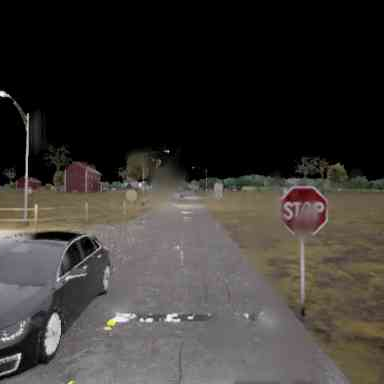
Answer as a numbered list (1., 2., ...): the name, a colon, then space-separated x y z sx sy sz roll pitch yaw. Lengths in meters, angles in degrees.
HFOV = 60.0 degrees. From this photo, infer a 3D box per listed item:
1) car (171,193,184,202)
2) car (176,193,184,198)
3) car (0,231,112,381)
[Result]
1. car: -2.931 1.077 63.019 1.812 1.442 4.674 0 2 0
2. car: -3.007 0.834 84.005 1.895 1.301 4.718 0 1 0
3. car: -2.754 1.544 5.897 1.837 1.490 4.892 0 0 0
